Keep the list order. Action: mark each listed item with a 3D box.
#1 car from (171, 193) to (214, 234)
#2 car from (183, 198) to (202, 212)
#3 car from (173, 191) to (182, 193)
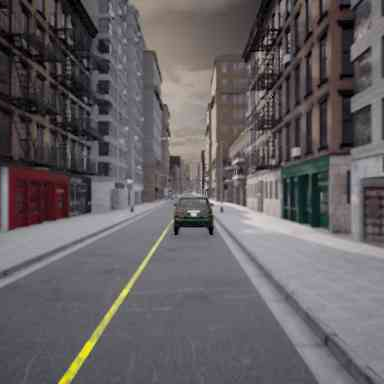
[{"bbox_3d":[0.091,1.229,19.432,2.150,2.045,5.566,0,0,0],"label":"car"},{"bbox_3d":[0.082,1.501,40.819,2.128,1.511,4.902,0,0,0],"label":"car"},{"bbox_3d":[-3.030,0.839,68.826,2.150,2.045,5.566,0,0,0],"label":"car"}]
